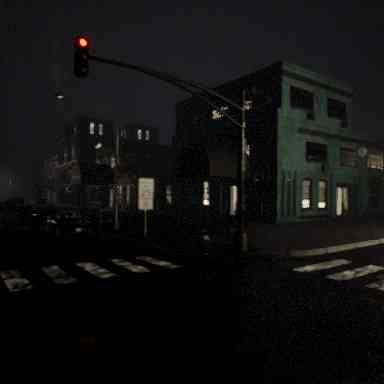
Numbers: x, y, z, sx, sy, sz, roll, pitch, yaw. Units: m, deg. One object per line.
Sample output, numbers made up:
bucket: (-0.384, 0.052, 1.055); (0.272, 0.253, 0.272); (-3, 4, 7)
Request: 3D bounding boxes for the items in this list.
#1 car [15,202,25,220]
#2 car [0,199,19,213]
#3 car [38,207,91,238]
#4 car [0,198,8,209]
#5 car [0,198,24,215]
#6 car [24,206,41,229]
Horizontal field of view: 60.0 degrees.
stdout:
car: (-13.266, 1.793, 27.789); (1.802, 1.307, 4.206); (1, -1, -35)
car: (-23.453, 1.735, 42.369); (1.967, 1.590, 4.097); (1, -1, -35)
car: (-7.026, 1.710, 18.776); (2.008, 1.369, 4.403); (1, -1, -35)
car: (-29.813, 1.787, 51.466); (1.967, 1.590, 4.097); (1, -1, -35)
car: (-20.265, 1.583, 37.825); (2.192, 1.841, 5.009); (1, -1, -35)
car: (-10.146, 1.751, 23.284); (1.947, 1.339, 4.313); (1, -1, -35)
